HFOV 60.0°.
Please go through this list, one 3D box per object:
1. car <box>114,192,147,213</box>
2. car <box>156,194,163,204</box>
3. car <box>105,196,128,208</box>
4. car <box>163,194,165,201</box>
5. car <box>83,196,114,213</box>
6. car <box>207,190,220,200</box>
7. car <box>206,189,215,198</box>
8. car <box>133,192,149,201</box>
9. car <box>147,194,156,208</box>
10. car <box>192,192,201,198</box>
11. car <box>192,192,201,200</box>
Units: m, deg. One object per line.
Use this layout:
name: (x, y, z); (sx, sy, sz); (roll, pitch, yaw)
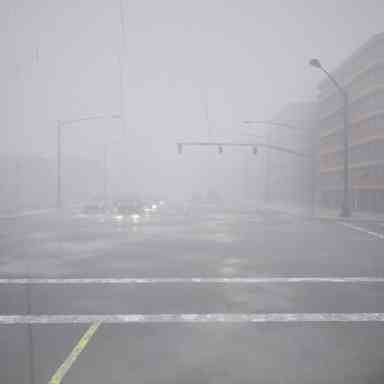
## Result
car: (-6.313, 1.226, 34.531); (2.097, 1.767, 4.553); (0, 1, 0)
car: (-6.242, 1.080, 52.695); (2.128, 1.511, 4.902); (0, 1, 0)
car: (-9.780, 1.314, 43.519); (1.994, 1.385, 4.181); (0, 1, 0)
car: (-6.167, 1.012, 62.824); (1.895, 1.301, 4.718); (0, 1, 1)
car: (-9.811, 1.225, 34.876); (2.097, 1.767, 4.553); (0, 1, 0)
car: (4.500, 0.919, 65.945); (1.994, 1.385, 4.181); (0, 1, 0)
car: (4.437, 0.425, 75.928); (2.150, 2.045, 5.566); (0, 1, 0)
car: (-9.661, 0.896, 63.214); (2.128, 1.511, 4.902); (0, 1, 1)
car: (-6.281, 1.277, 43.414); (1.812, 1.442, 4.674); (0, 1, 0)
car: (0.934, 0.649, 75.778); (2.033, 1.411, 5.357); (0, 1, 0)
car: (0.899, 0.959, 65.802); (1.895, 1.301, 4.718); (0, 1, 0)
